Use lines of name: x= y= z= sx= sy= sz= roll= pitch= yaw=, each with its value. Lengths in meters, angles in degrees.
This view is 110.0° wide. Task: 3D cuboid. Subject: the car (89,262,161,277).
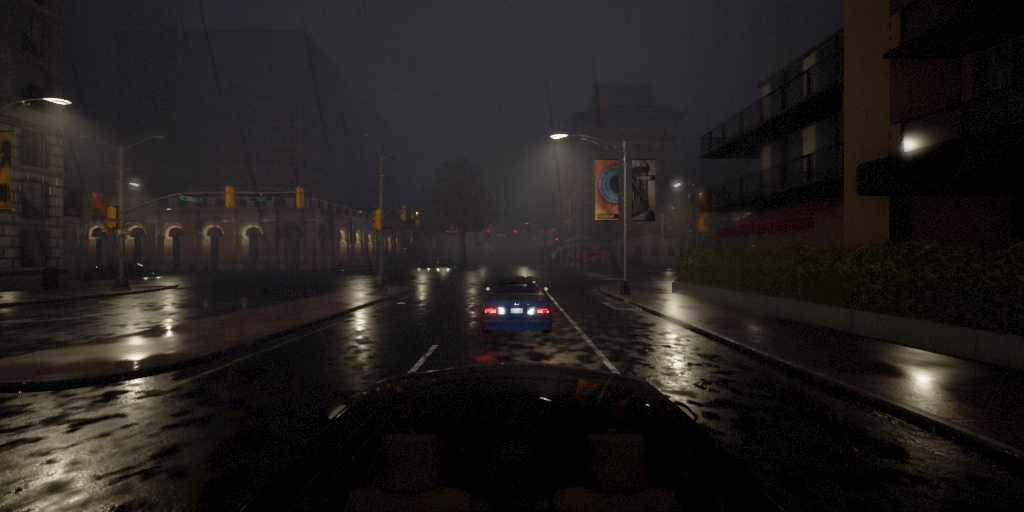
car: x=-37.191 y=1.297 z=34.525 sx=5.357 sy=1.411 sz=2.033 roll=0 pitch=0 yaw=0

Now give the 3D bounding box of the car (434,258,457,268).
car: x=-11.060 y=1.102 z=59.654 sx=2.097 sy=1.767 sz=4.553 roll=0 pitch=0 yaw=1

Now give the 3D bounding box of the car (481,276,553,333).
car: x=0.145 y=1.297 z=10.705 sx=2.033 sy=1.411 sz=5.357 roll=0 pitch=0 yaw=1

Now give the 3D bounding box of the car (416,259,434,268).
car: x=-14.527 y=1.228 z=61.723 sx=1.882 sy=1.535 sz=5.008 roll=0 pitch=0 yaw=1
